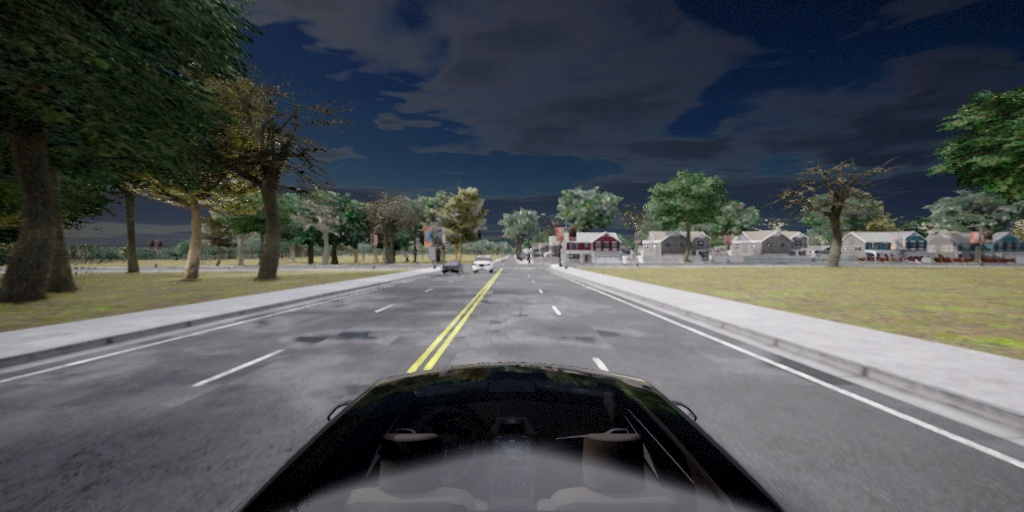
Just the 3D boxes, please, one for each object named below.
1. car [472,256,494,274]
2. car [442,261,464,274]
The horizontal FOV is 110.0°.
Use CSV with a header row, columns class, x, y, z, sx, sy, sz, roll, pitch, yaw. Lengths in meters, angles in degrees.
class,x,y,z,sx,sy,sz,roll,pitch,yaw
car,-3.325,0.972,41.953,2.150,2.045,5.566,0,0,0
car,-6.577,1.297,40.375,2.033,1.411,5.357,0,0,0
